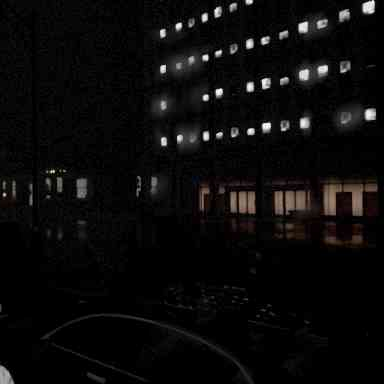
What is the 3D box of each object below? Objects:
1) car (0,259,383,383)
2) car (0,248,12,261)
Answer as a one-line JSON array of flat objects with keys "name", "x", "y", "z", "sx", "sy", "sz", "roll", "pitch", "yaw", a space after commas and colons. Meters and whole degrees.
[{"name": "car", "x": -0.221, "y": 1.548, "z": 3.041, "sx": 4.403, "sy": 1.369, "sz": 2.008, "roll": 0, "pitch": -1, "yaw": 35}, {"name": "car", "x": -4.761, "y": 1.540, "z": 6.265, "sx": 4.403, "sy": 1.369, "sz": 2.008, "roll": 0, "pitch": -1, "yaw": 35}]
